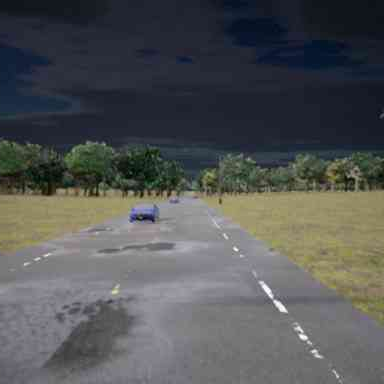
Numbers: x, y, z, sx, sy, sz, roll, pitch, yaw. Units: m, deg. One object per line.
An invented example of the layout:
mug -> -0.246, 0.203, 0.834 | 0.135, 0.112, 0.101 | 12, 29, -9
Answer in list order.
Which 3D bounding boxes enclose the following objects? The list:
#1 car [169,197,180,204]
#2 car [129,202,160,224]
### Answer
car -> -3.530, 1.650, 67.075 | 1.882, 1.535, 5.008 | 0, 0, 0
car -> -3.607, 1.556, 26.006 | 1.882, 1.535, 5.008 | 0, 0, 0
